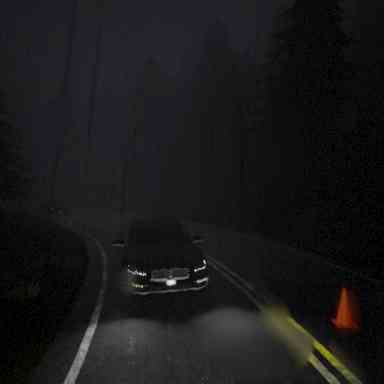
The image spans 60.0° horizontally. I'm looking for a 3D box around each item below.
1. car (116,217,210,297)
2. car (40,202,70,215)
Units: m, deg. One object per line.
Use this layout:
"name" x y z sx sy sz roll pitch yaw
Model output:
"car" -0.945 1.464 8.690 1.837 1.490 4.892 -1 0 -13
"car" -13.573 1.647 32.949 1.895 1.301 4.718 -4 2 -35
